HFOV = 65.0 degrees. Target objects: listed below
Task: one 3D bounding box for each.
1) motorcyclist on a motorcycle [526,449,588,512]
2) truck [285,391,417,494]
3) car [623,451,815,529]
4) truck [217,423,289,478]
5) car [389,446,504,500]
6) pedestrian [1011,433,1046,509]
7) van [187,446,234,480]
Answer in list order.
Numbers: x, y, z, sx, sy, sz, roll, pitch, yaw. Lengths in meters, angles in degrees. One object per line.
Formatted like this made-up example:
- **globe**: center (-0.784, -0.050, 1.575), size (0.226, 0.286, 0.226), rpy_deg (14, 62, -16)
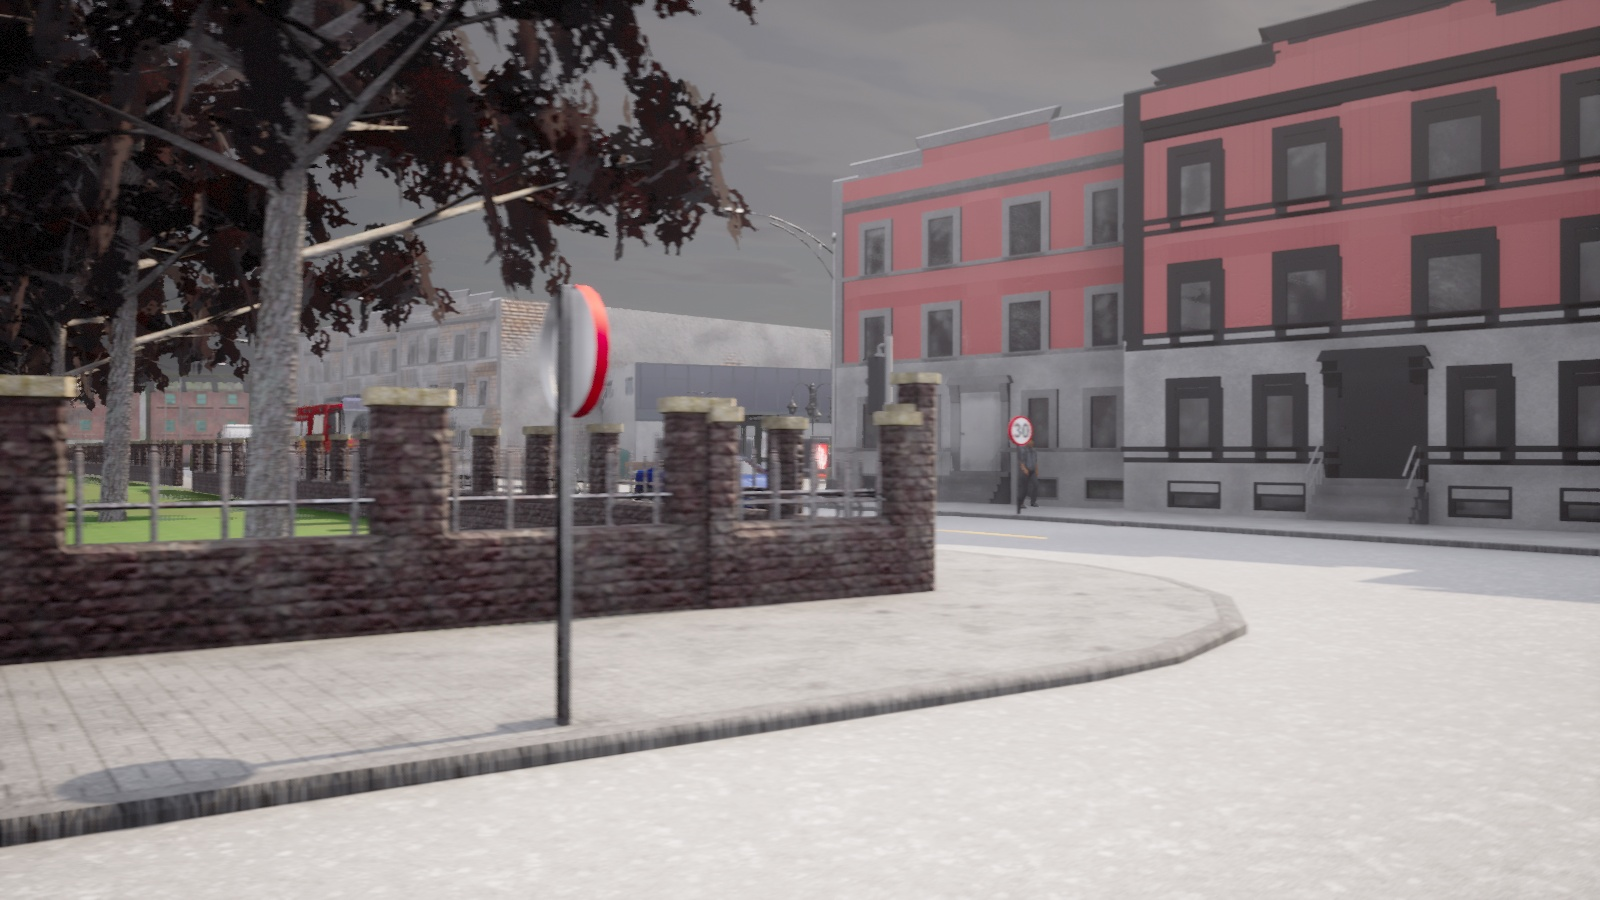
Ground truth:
- **motorcyclist on a motorcycle**: center (-6.598, 0.792, 33.986), size (0.766, 1.649, 2.350), rpy_deg (0, 0, -35)
- **truck**: center (-18.266, -0.257, 50.711), size (2.891, 3.827, 8.468), rpy_deg (0, 0, -35)
- **car**: center (-1.882, 0.793, 27.251), size (1.882, 1.535, 5.008), rpy_deg (0, 0, -34)
- **truck**: center (-36.628, 0.046, 83.958), size (2.891, 3.462, 7.936), rpy_deg (0, 0, -35)
- **car**: center (-11.672, 0.715, 41.263), size (2.242, 1.667, 4.611), rpy_deg (0, 0, -35)
- **pedestrian**: center (5.640, 0.518, 30.975), size (0.540, 1.848, 0.694), rpy_deg (0, 0, -23)
- **van**: center (-35.174, 0.755, 74.903), size (1.775, 1.987, 4.442), rpy_deg (0, 0, -35)
